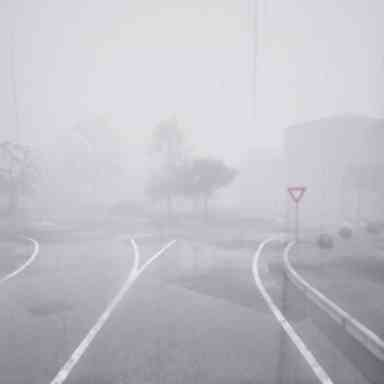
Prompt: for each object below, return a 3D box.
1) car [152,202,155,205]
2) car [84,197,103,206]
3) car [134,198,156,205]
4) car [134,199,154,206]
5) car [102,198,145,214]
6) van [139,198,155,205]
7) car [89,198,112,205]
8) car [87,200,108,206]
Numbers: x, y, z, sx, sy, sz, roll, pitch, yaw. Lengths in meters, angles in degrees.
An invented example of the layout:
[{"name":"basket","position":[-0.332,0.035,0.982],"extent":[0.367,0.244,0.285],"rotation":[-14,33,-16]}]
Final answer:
[{"name":"car","position":[-12.220,2.479,82.469],"extent":[4.553,1.767,2.185],"rotation":[0,-2,-2]},{"name":"car","position":[-24.497,2.418,84.214],"extent":[5.566,2.045,2.435],"rotation":[0,-2,-2]},{"name":"car","position":[-12.425,2.551,88.420],"extent":[5.566,2.045,2.435],"rotation":[0,-2,-2]},{"name":"car","position":[-12.299,2.705,85.498],"extent":[5.008,1.535,2.097],"rotation":[0,-2,-2]},{"name":"car","position":[-8.720,1.930,42.949],"extent":[4.553,1.767,2.097],"rotation":[1,-1,-34]},{"name":"van","position":[-12.708,2.816,94.601],"extent":[4.442,1.987,1.878],"rotation":[0,-2,-2]},{"name":"car","position":[-24.687,2.602,89.670],"extent":[5.566,2.045,2.435],"rotation":[0,-2,-2]},{"name":"car","position":[-24.612,2.758,86.871],"extent":[4.892,1.521,2.231],"rotation":[0,-2,-2]}]
